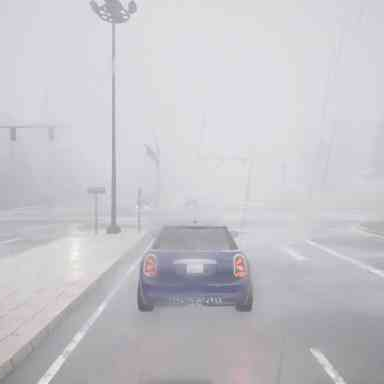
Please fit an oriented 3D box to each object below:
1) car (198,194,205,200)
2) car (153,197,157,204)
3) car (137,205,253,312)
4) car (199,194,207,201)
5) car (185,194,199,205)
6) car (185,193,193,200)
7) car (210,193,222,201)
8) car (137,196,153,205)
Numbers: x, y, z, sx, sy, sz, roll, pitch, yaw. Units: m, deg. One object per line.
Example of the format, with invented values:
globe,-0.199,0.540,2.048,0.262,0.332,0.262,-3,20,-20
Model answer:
car,2.669,1.442,95.597,1.882,1.535,5.008,0,0,-1
car,-8.383,1.505,66.261,1.837,1.490,4.892,0,0,0
car,0.069,1.352,7.891,2.097,1.767,4.553,0,0,0
car,2.836,1.513,85.274,1.812,1.442,4.674,0,0,-1
car,-0.171,1.526,54.711,1.812,1.442,4.674,0,0,-1
car,-0.831,1.189,95.570,2.150,2.045,5.566,0,0,-1
car,6.341,1.215,85.003,2.150,2.045,5.566,0,0,-1
car,-8.293,1.505,57.052,1.837,1.490,4.892,0,0,-1
